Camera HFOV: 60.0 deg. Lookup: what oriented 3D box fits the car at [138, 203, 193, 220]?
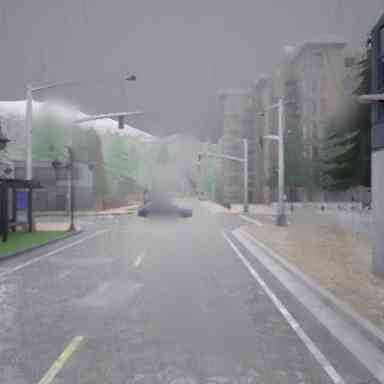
[{"bbox_3d":[-2.279,1.660,28.503,4.674,1.442,1.812,1,0,7],"label":"car"}]
